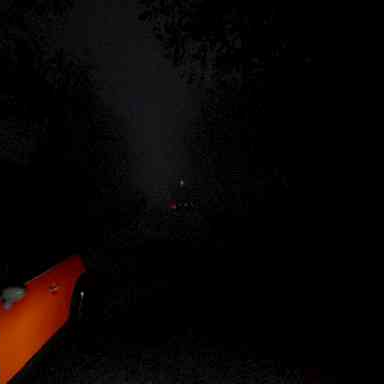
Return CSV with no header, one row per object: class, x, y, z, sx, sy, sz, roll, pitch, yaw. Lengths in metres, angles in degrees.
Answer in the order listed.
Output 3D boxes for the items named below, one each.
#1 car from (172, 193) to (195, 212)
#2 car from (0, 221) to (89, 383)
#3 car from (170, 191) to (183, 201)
car,-0.746,1.187,34.160,2.033,1.411,5.357,0,2,-4
car,-2.830,1.330,3.892,2.097,1.767,4.553,1,0,0
car,-2.025,0.581,46.911,2.128,1.511,4.902,1,3,-7
